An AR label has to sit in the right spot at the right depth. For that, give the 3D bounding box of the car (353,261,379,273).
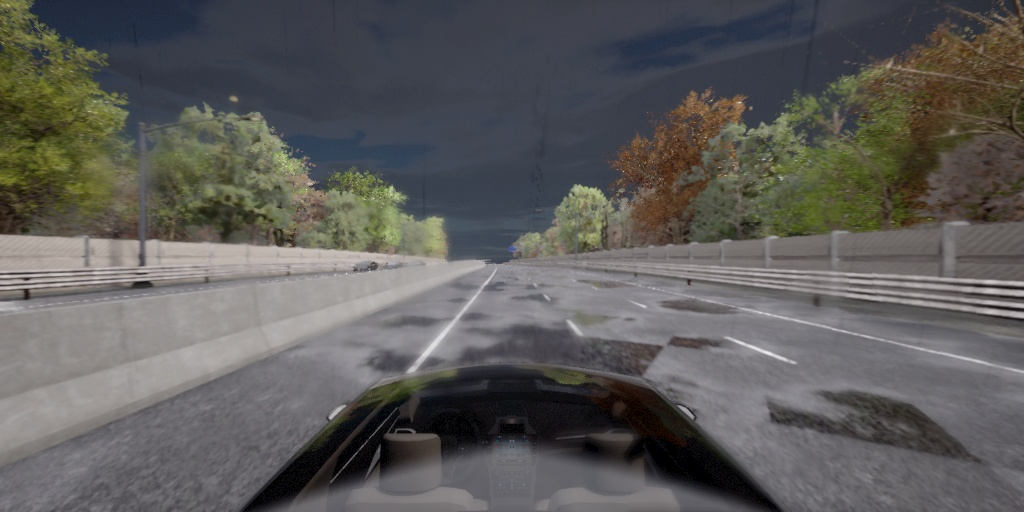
[{"bbox_3d":[-18.036,1.366,44.574,1.837,1.490,4.892,0,0,-1],"label":"car"}]

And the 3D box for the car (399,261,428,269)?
[{"bbox_3d":[-10.975,1.304,41.120,1.882,1.535,5.008,0,0,-1],"label":"car"}]

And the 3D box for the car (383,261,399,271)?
[{"bbox_3d":[-14.535,1.385,44.650,1.812,1.442,4.674,0,0,-1],"label":"car"}]
